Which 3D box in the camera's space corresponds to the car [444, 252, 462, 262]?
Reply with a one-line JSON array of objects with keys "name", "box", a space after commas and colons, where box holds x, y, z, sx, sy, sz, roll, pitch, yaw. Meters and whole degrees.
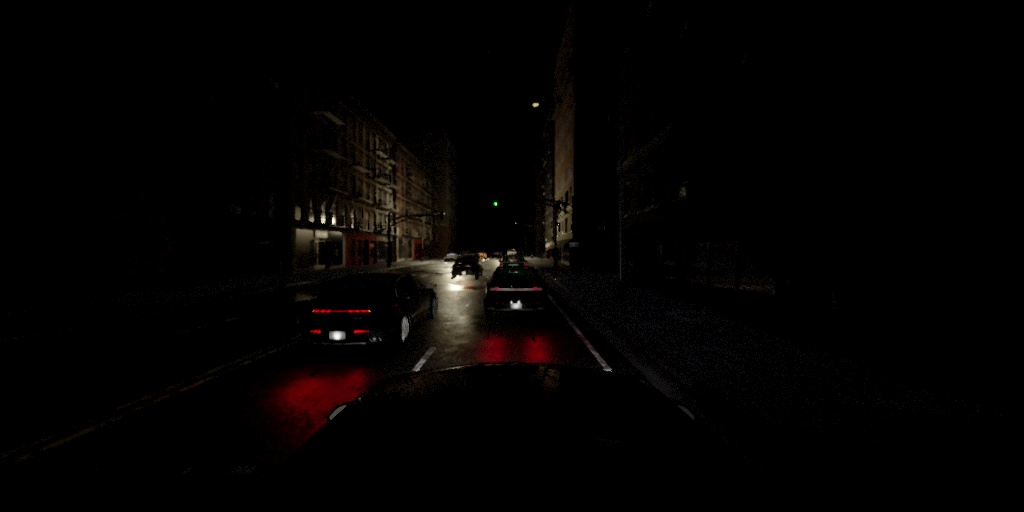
[{"name": "car", "box": [-9.796, 0.235, 58.665, 2.033, 1.411, 5.357, 0, 1, 1]}]

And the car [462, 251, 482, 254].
[{"name": "car", "box": [-6.554, 0.160, 58.982, 1.882, 1.535, 5.008, 0, 1, 1]}]

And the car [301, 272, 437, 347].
[{"name": "car", "box": [-3.151, 1.125, 8.877, 1.837, 1.490, 4.892, 0, 1, 0]}]

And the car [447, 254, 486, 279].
[{"name": "car", "box": [-3.151, 0.810, 25.835, 1.837, 1.490, 4.892, 0, 1, 0]}]

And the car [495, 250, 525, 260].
[{"name": "car", "box": [0.100, 0.669, 25.324, 2.097, 1.767, 4.553, 0, 1, 0]}]

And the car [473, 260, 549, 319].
[{"name": "car", "box": [0.103, 1.055, 11.855, 2.128, 1.511, 4.902, 0, 1, 0]}]
